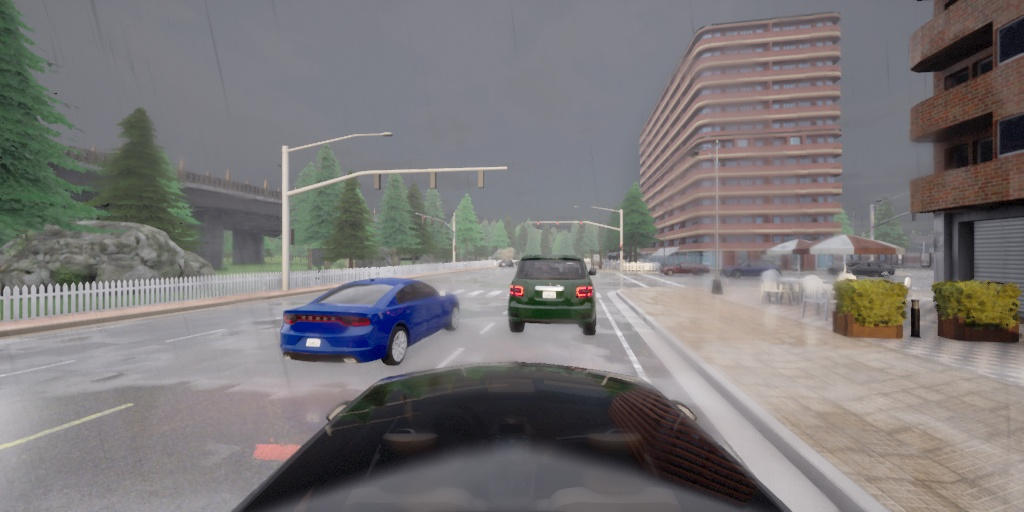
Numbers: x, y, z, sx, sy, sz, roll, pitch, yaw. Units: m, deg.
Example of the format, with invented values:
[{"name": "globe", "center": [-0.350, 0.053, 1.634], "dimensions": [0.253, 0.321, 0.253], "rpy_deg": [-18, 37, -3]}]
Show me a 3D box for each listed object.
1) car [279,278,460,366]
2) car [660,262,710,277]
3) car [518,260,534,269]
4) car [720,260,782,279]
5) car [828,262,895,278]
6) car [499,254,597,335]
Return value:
[{"name": "car", "center": [-2.709, 1.227, 8.141], "dimensions": [1.882, 1.535, 5.008], "rpy_deg": [0, 0, 11]}, {"name": "car", "center": [17.701, 1.327, 36.793], "dimensions": [4.674, 1.442, 1.812], "rpy_deg": [0, 0, 13]}, {"name": "car", "center": [2.284, 1.307, 57.300], "dimensions": [1.994, 1.385, 4.181], "rpy_deg": [0, 0, 10]}, {"name": "car", "center": [21.519, 1.154, 32.484], "dimensions": [4.553, 1.767, 2.097], "rpy_deg": [0, 0, 10]}, {"name": "car", "center": [32.969, 1.310, 33.950], "dimensions": [4.892, 1.490, 1.837], "rpy_deg": [0, 0, 10]}, {"name": "car", "center": [1.320, 0.970, 10.720], "dimensions": [2.150, 2.045, 5.566], "rpy_deg": [0, 0, 10]}]
